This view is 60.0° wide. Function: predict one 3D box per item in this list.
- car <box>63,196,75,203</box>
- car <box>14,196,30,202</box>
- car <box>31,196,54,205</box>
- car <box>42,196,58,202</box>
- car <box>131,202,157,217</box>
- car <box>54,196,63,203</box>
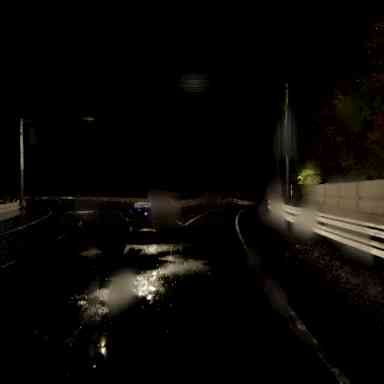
[{"bbox_3d":[-27.709,1.694,73.770,2.128,1.511,4.902,0,0,-43],"label":"car"},{"bbox_3d":[-39.599,1.589,76.211,4.892,1.490,1.837,0,0,42],"label":"car"},{"bbox_3d":[-28.914,1.713,64.193,2.128,1.511,4.902,0,0,-37],"label":"car"},{"bbox_3d":[-34.692,1.608,81.204,4.181,1.385,1.994,0,0,42],"label":"car"},{"bbox_3d":[-4.670,1.632,31.420,1.895,1.301,4.718,-1,0,-16],"label":"car"},{"bbox_3d":[-30.046,1.692,71.144,1.837,1.490,4.892,0,0,-43],"label":"car"}]
